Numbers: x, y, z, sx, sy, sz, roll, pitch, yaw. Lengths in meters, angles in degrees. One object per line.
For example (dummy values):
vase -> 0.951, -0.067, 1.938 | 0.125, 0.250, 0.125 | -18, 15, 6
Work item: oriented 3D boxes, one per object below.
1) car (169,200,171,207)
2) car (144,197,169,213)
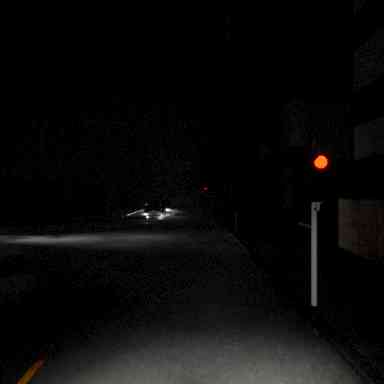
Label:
car -> -4.103, 1.601, 47.674 | 1.895, 1.301, 4.718 | 0, 0, 0
car -> -4.117, 1.352, 37.612 | 2.097, 1.767, 4.553 | 0, 0, 0
